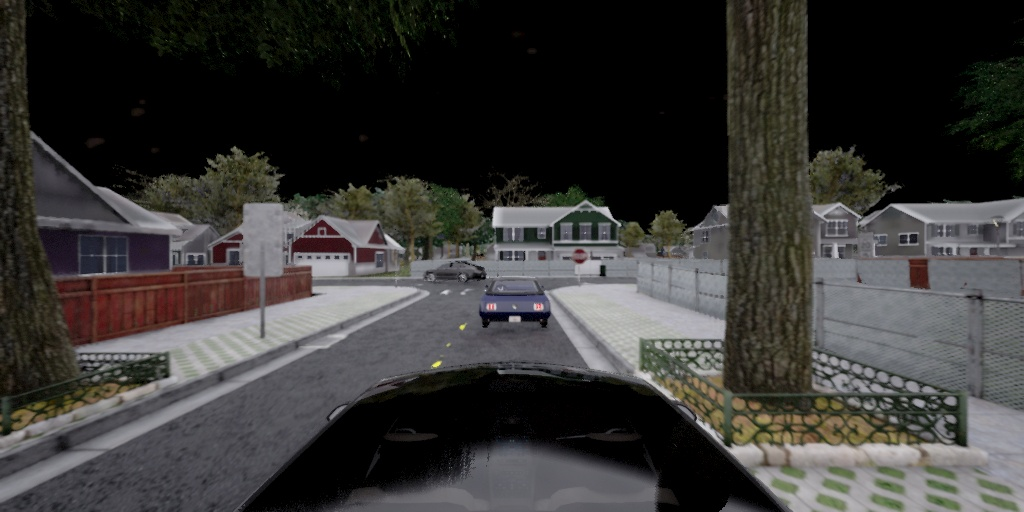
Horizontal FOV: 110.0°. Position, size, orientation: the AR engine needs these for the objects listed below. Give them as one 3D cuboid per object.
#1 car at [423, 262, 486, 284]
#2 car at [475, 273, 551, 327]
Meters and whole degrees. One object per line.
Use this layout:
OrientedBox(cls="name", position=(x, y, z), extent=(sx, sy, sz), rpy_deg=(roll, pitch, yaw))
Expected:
OrientedBox(cls="car", position=(-4.270, 1.200, 26.329), extent=(4.892, 1.490, 1.837), rpy_deg=(-1, -4, 26))
OrientedBox(cls="car", position=(0.087, 1.321, 11.361), extent=(1.895, 1.301, 4.718), rpy_deg=(0, 0, 0))
